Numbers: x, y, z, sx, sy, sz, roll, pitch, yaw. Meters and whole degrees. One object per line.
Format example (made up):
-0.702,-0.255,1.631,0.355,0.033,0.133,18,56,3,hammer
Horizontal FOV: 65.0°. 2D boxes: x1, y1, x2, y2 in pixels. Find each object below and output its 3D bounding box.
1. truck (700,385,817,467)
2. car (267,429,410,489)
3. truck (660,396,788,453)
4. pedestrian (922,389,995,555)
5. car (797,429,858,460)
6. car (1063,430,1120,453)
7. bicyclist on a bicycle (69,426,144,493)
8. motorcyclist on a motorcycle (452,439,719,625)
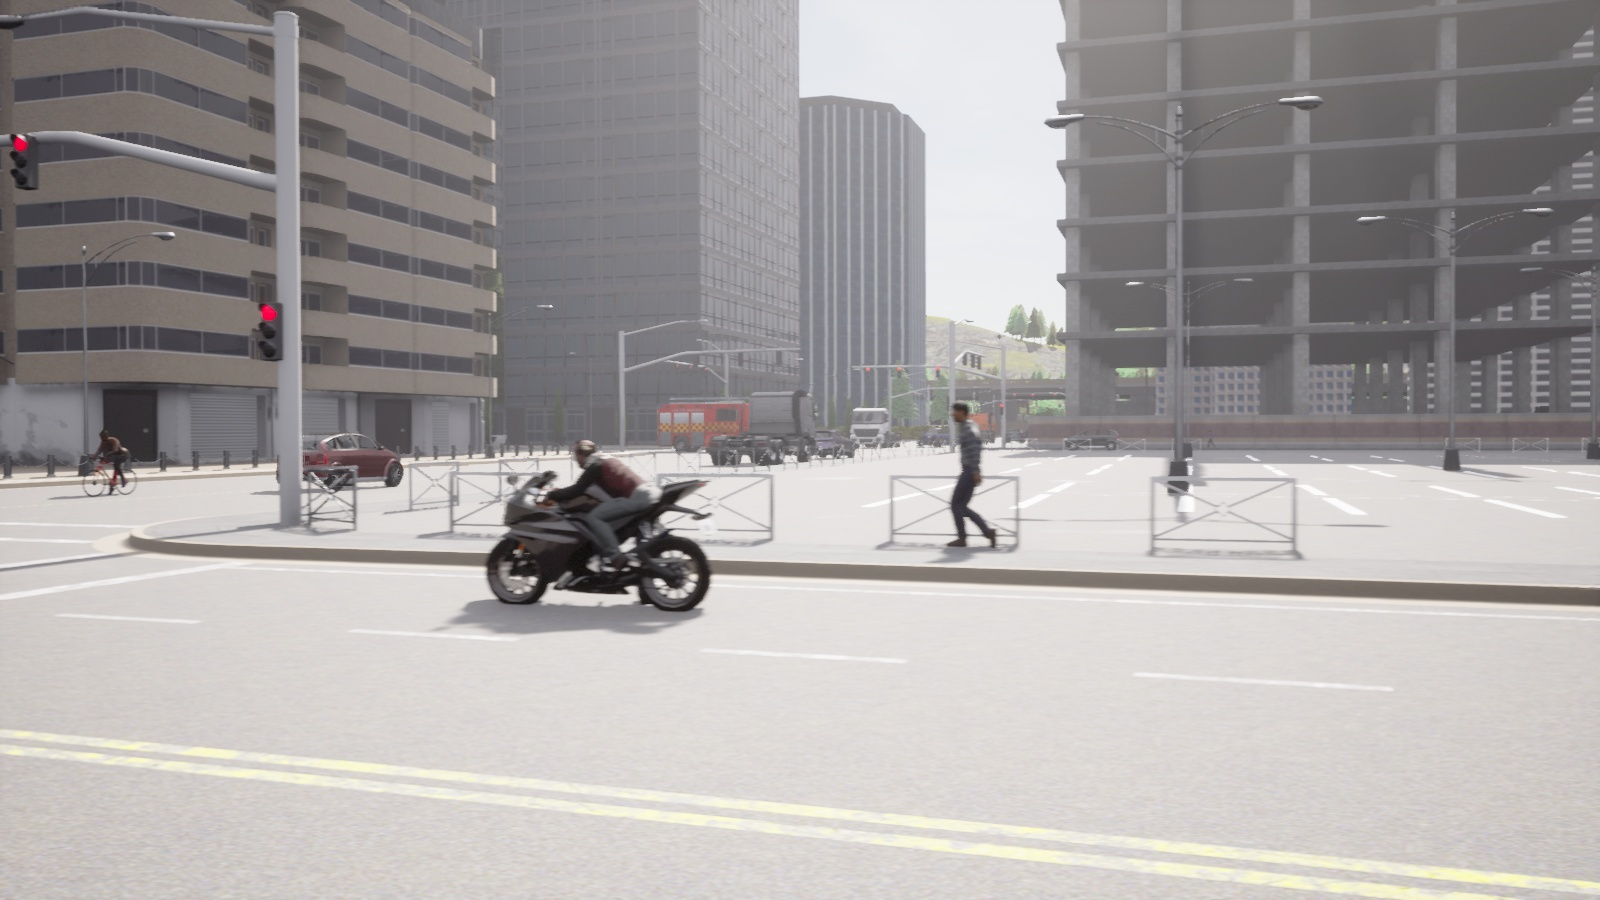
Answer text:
-1.729,-1.085,57.444,2.891,3.462,7.936,0,1,17,truck
-12.540,0.206,34.360,1.789,1.549,3.705,0,1,17,car
-5.279,-1.797,87.495,8.468,3.827,2.891,1,1,14,truck
1.900,0.251,15.020,0.788,1.949,0.423,0,1,17,pedestrian
1.552,-0.331,68.076,2.033,1.649,4.856,0,1,17,car
20.222,-0.573,87.070,3.705,1.549,1.789,1,1,17,car
-17.192,0.214,31.167,0.582,1.620,1.656,0,1,17,bicyclist on a bicycle
-1.908,0.674,11.208,2.191,1.530,0.866,1,1,18,motorcyclist on a motorcycle
